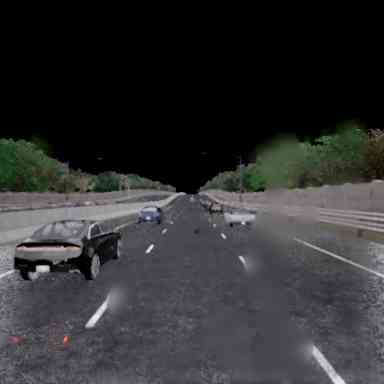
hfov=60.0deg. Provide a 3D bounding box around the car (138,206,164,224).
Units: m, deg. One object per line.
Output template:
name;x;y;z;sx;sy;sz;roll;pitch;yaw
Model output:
car;-3.394;1.909;28.122;1.812;1.442;4.674;0;-1;0

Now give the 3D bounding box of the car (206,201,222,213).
car;3.510;2.284;48.971;2.033;1.649;4.856;0;-1;0

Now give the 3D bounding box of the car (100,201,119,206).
car;-14.032;2.408;58.627;2.097;1.767;4.553;0;-1;1

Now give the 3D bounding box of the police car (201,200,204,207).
police car;3.515;2.711;71.080;1.930;1.638;5.238;0;-1;0

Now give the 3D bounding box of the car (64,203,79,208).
car;-21.006;2.616;59.301;2.033;1.411;5.357;0;-1;1

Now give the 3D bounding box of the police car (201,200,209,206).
police car;3.520;3.158;92.967;2.038;1.542;4.974;0;-1;0

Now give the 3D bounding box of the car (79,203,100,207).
car;-17.517;2.602;58.523;2.033;1.411;5.357;0;-1;1

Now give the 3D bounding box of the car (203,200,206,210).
car;3.513;2.607;59.968;1.812;1.442;4.674;0;-1;0

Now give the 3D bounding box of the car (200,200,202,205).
car;3.517;2.982;81.970;1.837;1.490;4.892;0;-1;0

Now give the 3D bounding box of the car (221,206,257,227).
car;3.606;1.928;25.577;1.895;1.301;4.718;0;-1;0

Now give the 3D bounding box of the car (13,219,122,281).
car;-3.398;1.563;10.009;2.128;1.511;4.902;0;-1;0
